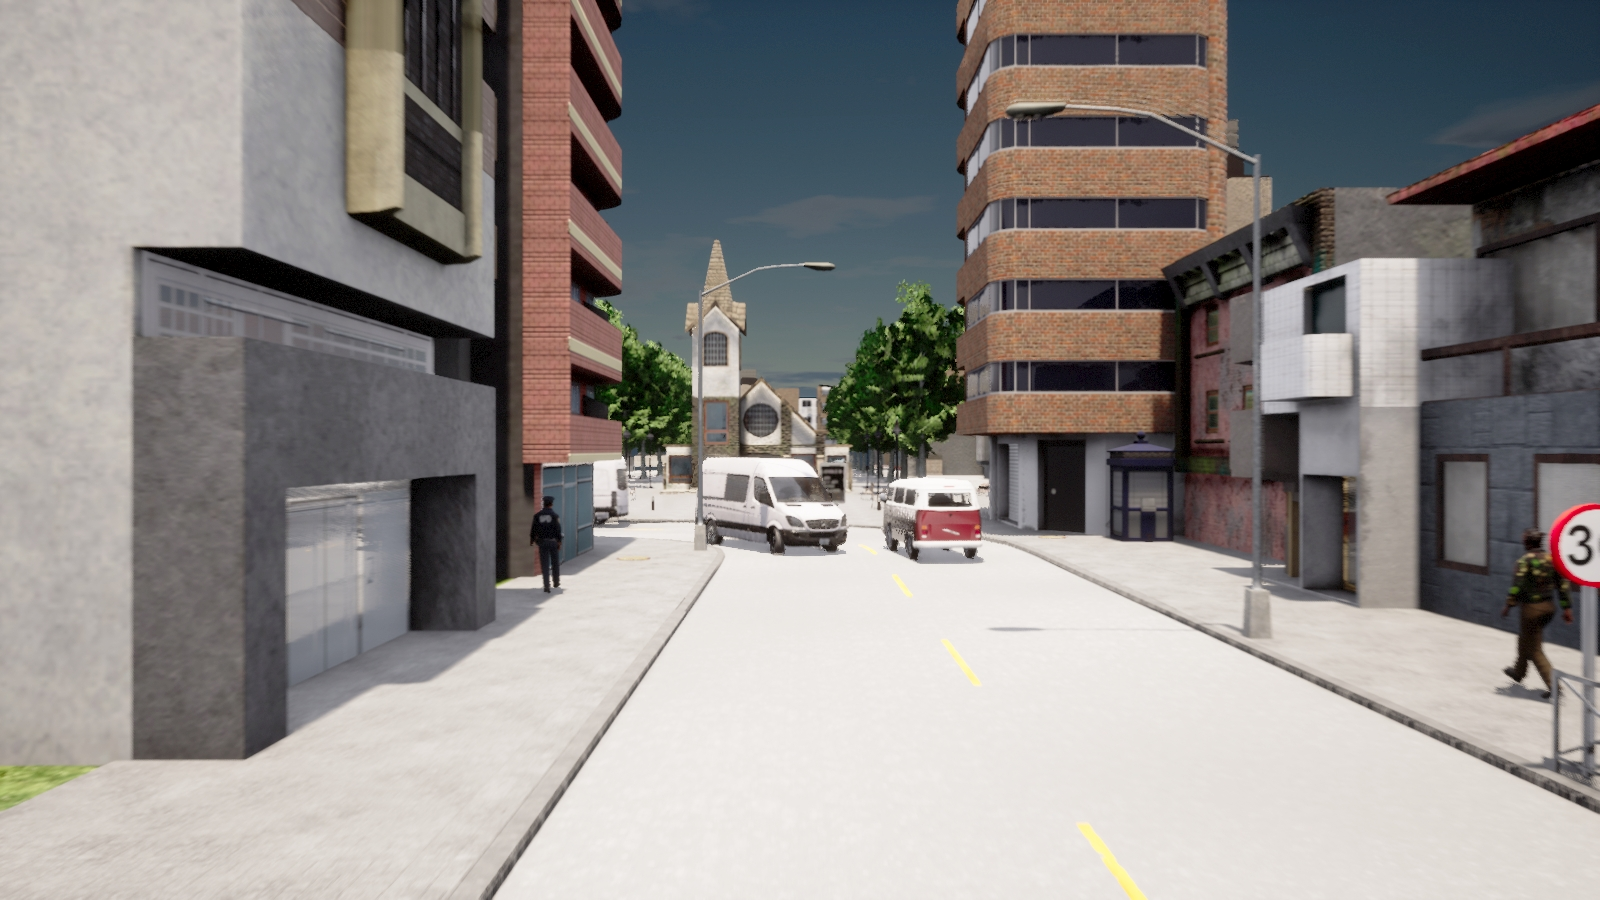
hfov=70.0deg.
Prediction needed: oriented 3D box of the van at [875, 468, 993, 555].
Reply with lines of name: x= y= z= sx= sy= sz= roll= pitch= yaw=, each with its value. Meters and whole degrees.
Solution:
van: x=3.448 y=1.541 z=30.374 sx=2.069 sy=2.038 sz=4.480 roll=0 pitch=0 yaw=-7

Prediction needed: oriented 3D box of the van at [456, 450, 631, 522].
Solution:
van: x=-9.297 y=1.283 z=41.712 sx=5.915 sy=2.561 sz=1.988 roll=0 pitch=0 yaw=5

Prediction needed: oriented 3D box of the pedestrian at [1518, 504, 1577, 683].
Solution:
pedestrian: x=7.985 y=1.514 z=12.208 sx=0.375 sy=1.860 sz=0.375 roll=0 pitch=0 yaw=-5

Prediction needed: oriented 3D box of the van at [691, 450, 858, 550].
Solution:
van: x=-0.868 y=1.291 z=32.342 sx=1.988 sy=2.561 sz=5.915 roll=1 pitch=-1 yaw=-31

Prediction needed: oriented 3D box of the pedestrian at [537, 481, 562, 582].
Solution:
pedestrian: x=-4.673 y=1.506 z=21.332 sx=0.375 sy=1.860 sz=0.375 roll=0 pitch=0 yaw=-1
